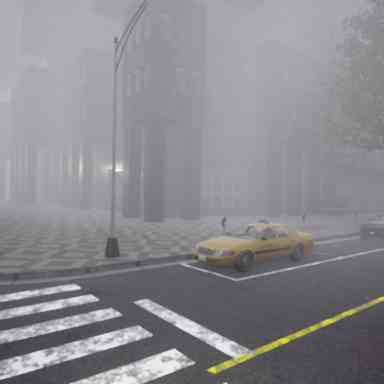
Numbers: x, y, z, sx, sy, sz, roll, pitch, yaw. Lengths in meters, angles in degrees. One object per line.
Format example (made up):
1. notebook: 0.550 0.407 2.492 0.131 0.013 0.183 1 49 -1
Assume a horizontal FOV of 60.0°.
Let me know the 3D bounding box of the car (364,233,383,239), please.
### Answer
1. car: 5.671 1.606 6.567 4.902 1.511 2.128 1 -1 -38

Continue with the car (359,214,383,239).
1. car: 10.649 1.813 17.803 4.507 1.381 1.887 1 0 -38

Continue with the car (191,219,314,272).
1. car: 2.192 1.633 11.167 4.829 1.417 1.752 1 0 -38
